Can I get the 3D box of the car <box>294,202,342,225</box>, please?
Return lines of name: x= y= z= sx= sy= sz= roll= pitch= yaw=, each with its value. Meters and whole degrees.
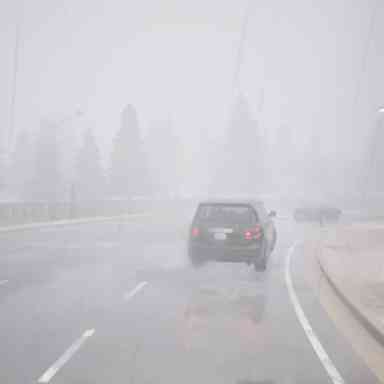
car: x=9.190 y=1.486 z=24.106 sx=1.882 sy=1.535 sz=5.008 roll=0 pitch=0 yaw=43

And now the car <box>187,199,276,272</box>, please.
car: x=1.537 y=1.227 z=11.163 sx=2.150 sy=2.045 sz=5.566 roll=0 pitch=0 yaw=17
